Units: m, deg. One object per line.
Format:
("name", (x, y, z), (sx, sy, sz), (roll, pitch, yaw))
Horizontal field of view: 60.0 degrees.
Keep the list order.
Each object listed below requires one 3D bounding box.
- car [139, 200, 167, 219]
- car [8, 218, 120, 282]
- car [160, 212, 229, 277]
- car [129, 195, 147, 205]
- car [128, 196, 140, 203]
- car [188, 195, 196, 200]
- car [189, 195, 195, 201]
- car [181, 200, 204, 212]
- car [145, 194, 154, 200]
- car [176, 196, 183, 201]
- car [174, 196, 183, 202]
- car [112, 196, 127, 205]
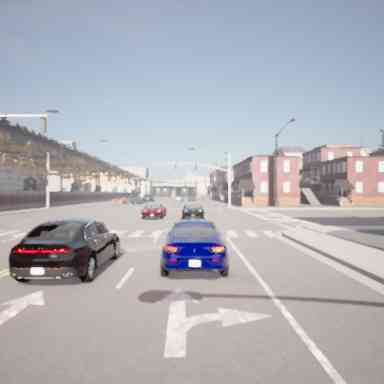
("car", (-3.406, 1.692, 30.639), (1.895, 1.301, 4.718), (0, 0, 0))
("car", (-3.428, 1.533, 9.817), (1.837, 1.490, 4.892), (0, 0, 0))
("car", (0.077, 1.557, 10.279), (1.812, 1.442, 4.674), (0, 0, 0))
("car", (-10.515, 1.737, 64.227), (2.033, 1.411, 5.357), (0, 0, 1))
("car", (-13.998, 1.763, 80.495), (2.128, 1.511, 4.902), (0, 0, 0))
("car", (0.003, 1.778, 84.470), (2.033, 1.411, 5.357), (0, 0, 0))
("car", (0.003, 1.710, 94.973), (1.882, 1.535, 5.008), (0, 0, 0))
("car", (0.094, 1.692, 30.637), (1.895, 1.301, 4.718), (0, 0, 0))
("car", (-10.498, 1.463, 80.500), (2.150, 2.045, 5.566), (0, 0, 0))
("car", (-3.497, 1.756, 94.972), (1.812, 1.442, 4.674), (0, 0, 0))
("car", (-3.497, 1.776, 84.767), (1.812, 1.442, 4.674), (0, 0, 0))
("car", (-14.020, 1.542, 64.278), (2.097, 1.767, 4.553), (0, 0, 0))
